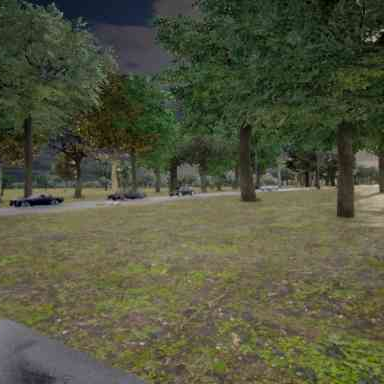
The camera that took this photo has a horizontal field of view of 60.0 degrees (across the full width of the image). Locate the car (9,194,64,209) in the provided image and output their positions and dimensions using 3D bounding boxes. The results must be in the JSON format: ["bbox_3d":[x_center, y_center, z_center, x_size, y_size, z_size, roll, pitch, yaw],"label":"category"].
[{"bbox_3d":[-15.110,0.844,32.399,1.895,1.301,4.718,-1,2,39],"label":"car"}]

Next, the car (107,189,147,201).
[{"bbox_3d":[-8.016,0.333,41.585,2.033,1.411,5.357,-1,2,37],"label":"car"}]

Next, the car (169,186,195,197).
[{"bbox_3d":[-1.503,-0.116,50.023,1.837,1.490,4.892,-1,2,38],"label":"car"}]

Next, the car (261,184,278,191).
[{"bbox_3d":[15.450,-0.864,66.022,1.895,1.301,4.718,-1,2,37],"label":"car"}]
